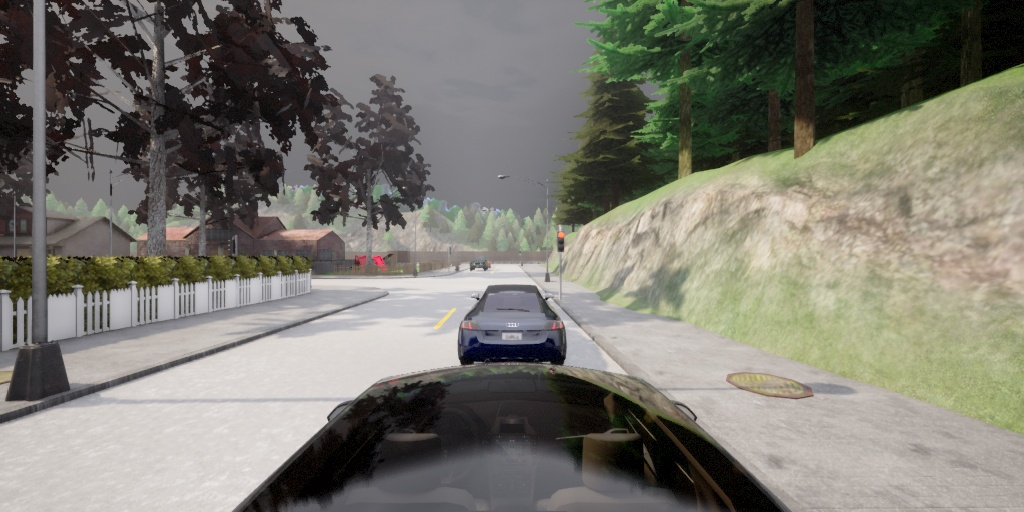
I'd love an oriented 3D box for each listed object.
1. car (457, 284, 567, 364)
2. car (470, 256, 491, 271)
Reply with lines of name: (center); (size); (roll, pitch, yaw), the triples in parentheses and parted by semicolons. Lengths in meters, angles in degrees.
car: (0.005, 1.314, 8.002); (1.994, 1.385, 4.181); (0, 0, 0)
car: (-4.529, 0.972, 49.488); (2.150, 2.045, 5.566); (0, 0, 0)
